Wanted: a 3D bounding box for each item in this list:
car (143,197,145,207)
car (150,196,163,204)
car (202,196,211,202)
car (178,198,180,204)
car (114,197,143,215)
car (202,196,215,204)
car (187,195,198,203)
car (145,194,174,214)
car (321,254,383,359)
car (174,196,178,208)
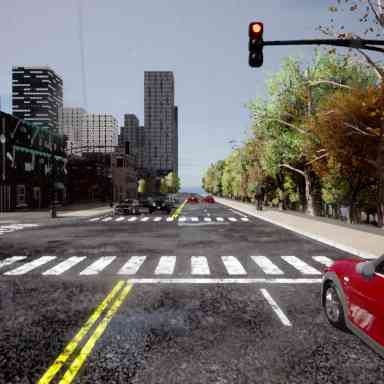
[{"bbox_3d":[-6.587,1.462,46.369,1.882,1.535,5.008,0,0,0],"label":"car"},{"bbox_3d":[-6.552,1.541,61.943,1.994,1.385,4.181,0,0,0],"label":"car"},{"bbox_3d":[3.266,1.523,75.435,1.994,1.385,4.181,0,0,0],"label":"car"},{"bbox_3d":[-3.307,1.470,61.344,2.128,1.511,4.902,0,0,0],"label":"car"},{"bbox_3d":[-6.597,1.495,34.151,1.837,1.490,4.892,0,0,0],"label":"car"},{"bbox_3d":[3.362,1.453,65.291,1.882,1.535,5.008,0,0,0],"label":"car"},{"bbox_3d":[0.111,1.327,65.959,2.097,1.767,4.553,0,0,0],"label":"car"},{"bbox_3d":[-3.357,1.210,35.746,2.150,2.045,5.566,0,0,-1],"label":"car"},{"bbox_3d":[3.349,1.351,4.119,2.097,1.767,4.553,0,0,0],"label":"car"},{"bbox_3d":[-3.340,1.489,46.041,1.837,1.490,4.892,0,0,0],"label":"car"}]
